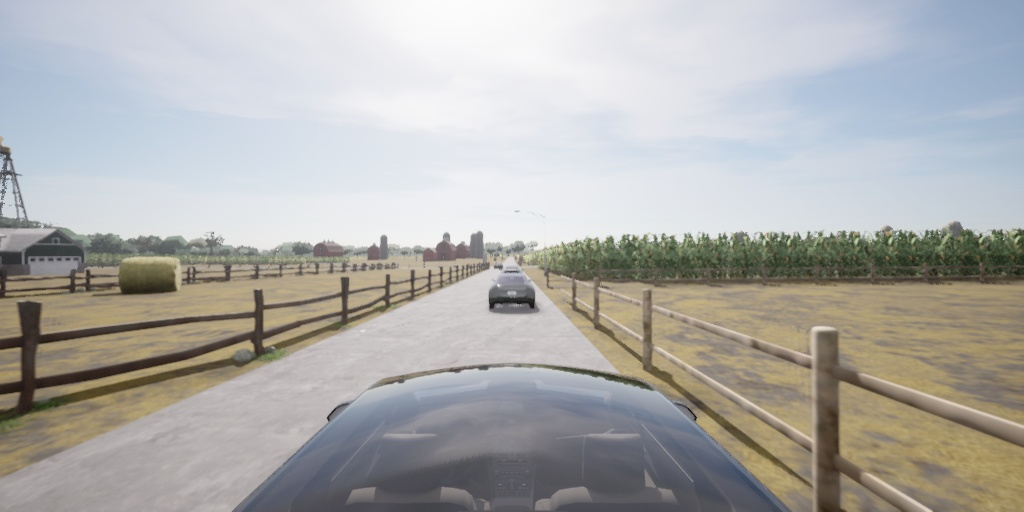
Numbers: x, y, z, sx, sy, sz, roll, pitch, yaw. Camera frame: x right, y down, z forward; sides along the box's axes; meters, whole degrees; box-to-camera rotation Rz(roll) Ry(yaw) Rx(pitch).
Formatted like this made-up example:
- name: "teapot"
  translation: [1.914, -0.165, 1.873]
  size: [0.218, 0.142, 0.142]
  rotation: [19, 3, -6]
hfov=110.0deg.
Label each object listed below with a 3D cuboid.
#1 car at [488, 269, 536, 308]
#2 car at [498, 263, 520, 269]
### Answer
- name: "car"
  translation: [0.000, 1.454, 16.127]
  size: [1.994, 1.385, 4.181]
  rotation: [0, -1, 0]
- name: "car"
  translation: [-0.006, 1.545, 31.140]
  size: [1.837, 1.490, 4.892]
  rotation: [0, 0, 0]
